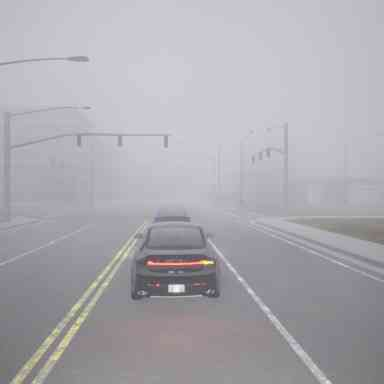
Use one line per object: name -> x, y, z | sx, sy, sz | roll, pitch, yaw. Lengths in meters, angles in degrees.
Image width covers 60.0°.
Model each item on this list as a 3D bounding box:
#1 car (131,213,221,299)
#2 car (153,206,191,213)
car -> -0.438, 1.505, 8.458 | 1.837, 1.490, 4.892 | 0, 0, -4
car -> -1.072, 1.478, 17.930 | 1.882, 1.535, 5.008 | 0, 0, -4
